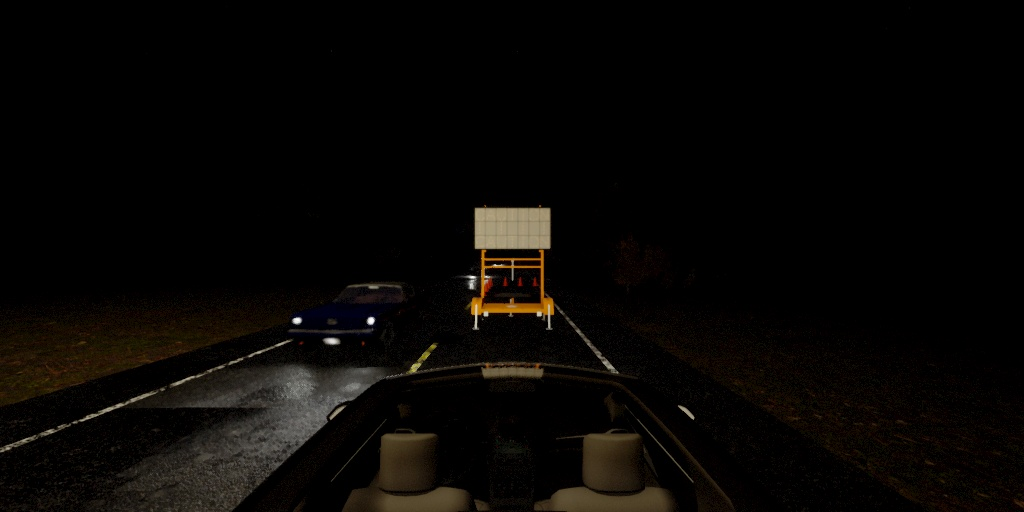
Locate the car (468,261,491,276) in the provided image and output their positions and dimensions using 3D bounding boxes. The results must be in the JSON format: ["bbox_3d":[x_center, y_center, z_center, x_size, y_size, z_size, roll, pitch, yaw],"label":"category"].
[{"bbox_3d":[-3.423,1.291,38.282,1.812,1.442,4.674,0,0,0],"label":"car"}]

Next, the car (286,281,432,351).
[{"bbox_3d":[-3.485,1.351,9.164,1.895,1.301,4.718,0,0,0],"label":"car"}]

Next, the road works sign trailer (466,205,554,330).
[{"bbox_3d":[0.020,0.215,11.158,2.380,3.560,2.880,0,0,0],"label":"road works sign trailer"}]
